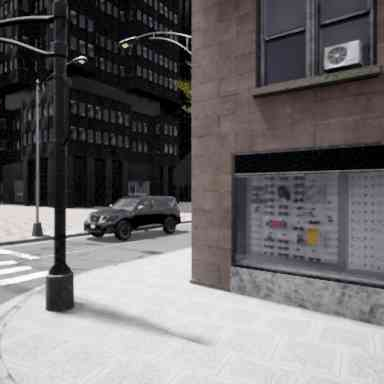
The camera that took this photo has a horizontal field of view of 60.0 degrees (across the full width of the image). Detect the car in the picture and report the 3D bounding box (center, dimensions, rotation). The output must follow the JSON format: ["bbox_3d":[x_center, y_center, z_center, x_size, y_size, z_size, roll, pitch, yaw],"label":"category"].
[{"bbox_3d":[-2.879,1.233,17.459,2.150,2.045,5.566,0,0,37],"label":"car"}]
